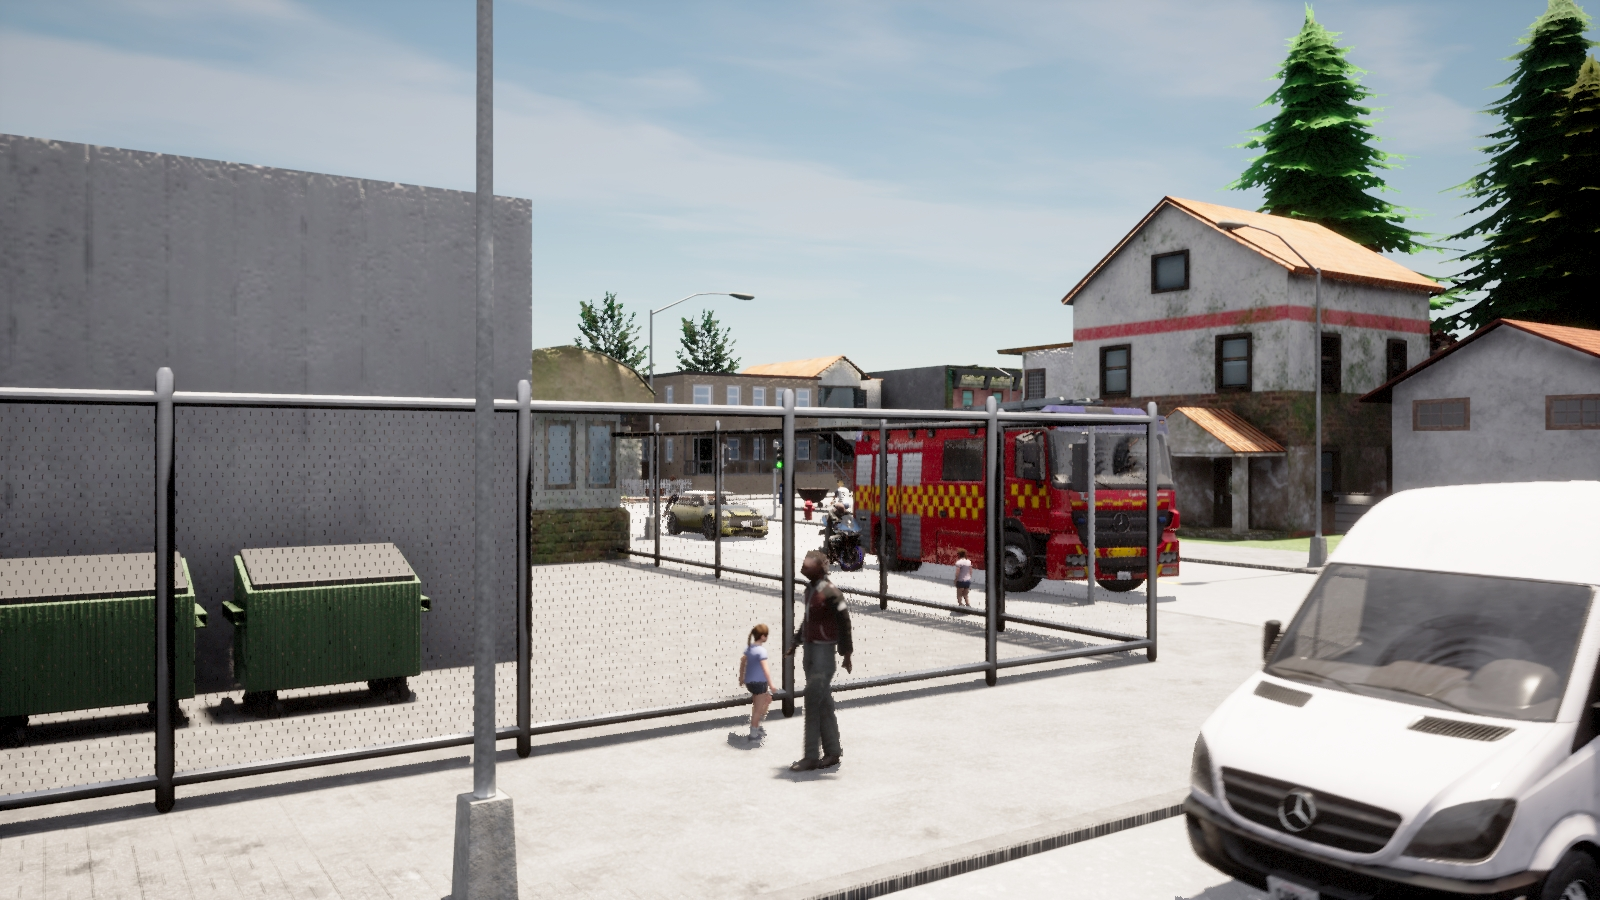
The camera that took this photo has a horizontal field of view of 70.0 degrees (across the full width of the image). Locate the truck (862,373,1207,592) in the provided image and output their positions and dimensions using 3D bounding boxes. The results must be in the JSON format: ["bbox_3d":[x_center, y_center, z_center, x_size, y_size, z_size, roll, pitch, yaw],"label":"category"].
[{"bbox_3d":[4.506,0.680,24.425,2.891,3.827,8.468,1,-2,-23],"label":"truck"}]

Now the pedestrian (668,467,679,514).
[{"bbox_3d":[-5.090,1.628,45.945,0.375,1.860,0.375,0,0,-15],"label":"pedestrian"}]

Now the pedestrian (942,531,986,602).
[{"bbox_3d":[2.682,1.895,18.706,0.500,1.100,0.500,0,0,-31],"label":"pedestrian"}]

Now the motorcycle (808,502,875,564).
[{"bbox_3d":[0.923,1.872,26.186,0.867,1.251,2.209,0,0,-17],"label":"motorcycle"}]

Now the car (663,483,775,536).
[{"bbox_3d":[-2.630,1.845,36.456,1.970,1.475,3.806,0,0,-33],"label":"car"}]

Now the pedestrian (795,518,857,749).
[{"bbox_3d":[0.215,1.517,9.606,0.375,1.860,0.375,0,0,-30],"label":"pedestrian"}]

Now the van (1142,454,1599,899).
[{"bbox_3d":[5.115,1.314,7.795,5.915,2.561,1.988,0,0,-33],"label":"van"}]

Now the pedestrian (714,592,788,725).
[{"bbox_3d":[-0.452,1.896,10.491,0.500,1.100,0.500,0,0,-33],"label":"pedestrian"}]
